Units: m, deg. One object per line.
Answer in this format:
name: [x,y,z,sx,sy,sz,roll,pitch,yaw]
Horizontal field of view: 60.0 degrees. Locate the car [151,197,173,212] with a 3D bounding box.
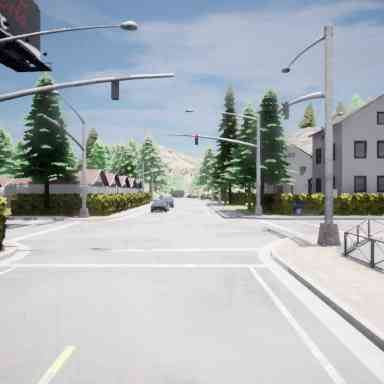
car: [-3.621,1.547,38.478,2.033,1.411,5.357,0,0,0]

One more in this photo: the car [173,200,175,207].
car: [-3.609,1.477,48.761,1.882,1.535,5.008,0,0,0]
